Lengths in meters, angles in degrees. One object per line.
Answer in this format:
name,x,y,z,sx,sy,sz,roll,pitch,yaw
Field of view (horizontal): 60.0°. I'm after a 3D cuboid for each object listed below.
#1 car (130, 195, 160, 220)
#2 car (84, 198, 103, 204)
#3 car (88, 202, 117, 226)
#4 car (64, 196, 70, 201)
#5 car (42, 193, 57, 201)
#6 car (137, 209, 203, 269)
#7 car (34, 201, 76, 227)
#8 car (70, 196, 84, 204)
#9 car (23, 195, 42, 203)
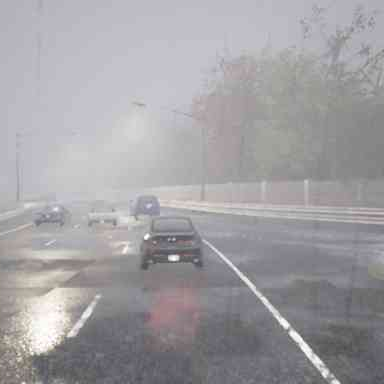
car,-4.250,1.302,29.777,2.150,2.045,5.566,0,0,-15
car,-17.027,1.717,58.617,1.812,1.442,4.674,0,0,-32
car,-6.430,1.678,24.203,1.895,1.301,4.718,0,0,-13
car,-26.856,1.617,74.411,2.033,1.411,5.357,0,0,-29
car,-31.395,1.316,72.417,2.150,2.045,5.566,0,0,-44
car,-0.765,1.532,11.345,1.837,1.490,4.892,0,0,-7
car,-9.950,1.637,24.027,2.033,1.411,5.357,0,0,-14
car,-23.118,1.830,68.285,1.895,1.301,4.718,0,0,-32
car,-34.020,1.691,70.102,1.895,1.301,4.718,0,0,-44
